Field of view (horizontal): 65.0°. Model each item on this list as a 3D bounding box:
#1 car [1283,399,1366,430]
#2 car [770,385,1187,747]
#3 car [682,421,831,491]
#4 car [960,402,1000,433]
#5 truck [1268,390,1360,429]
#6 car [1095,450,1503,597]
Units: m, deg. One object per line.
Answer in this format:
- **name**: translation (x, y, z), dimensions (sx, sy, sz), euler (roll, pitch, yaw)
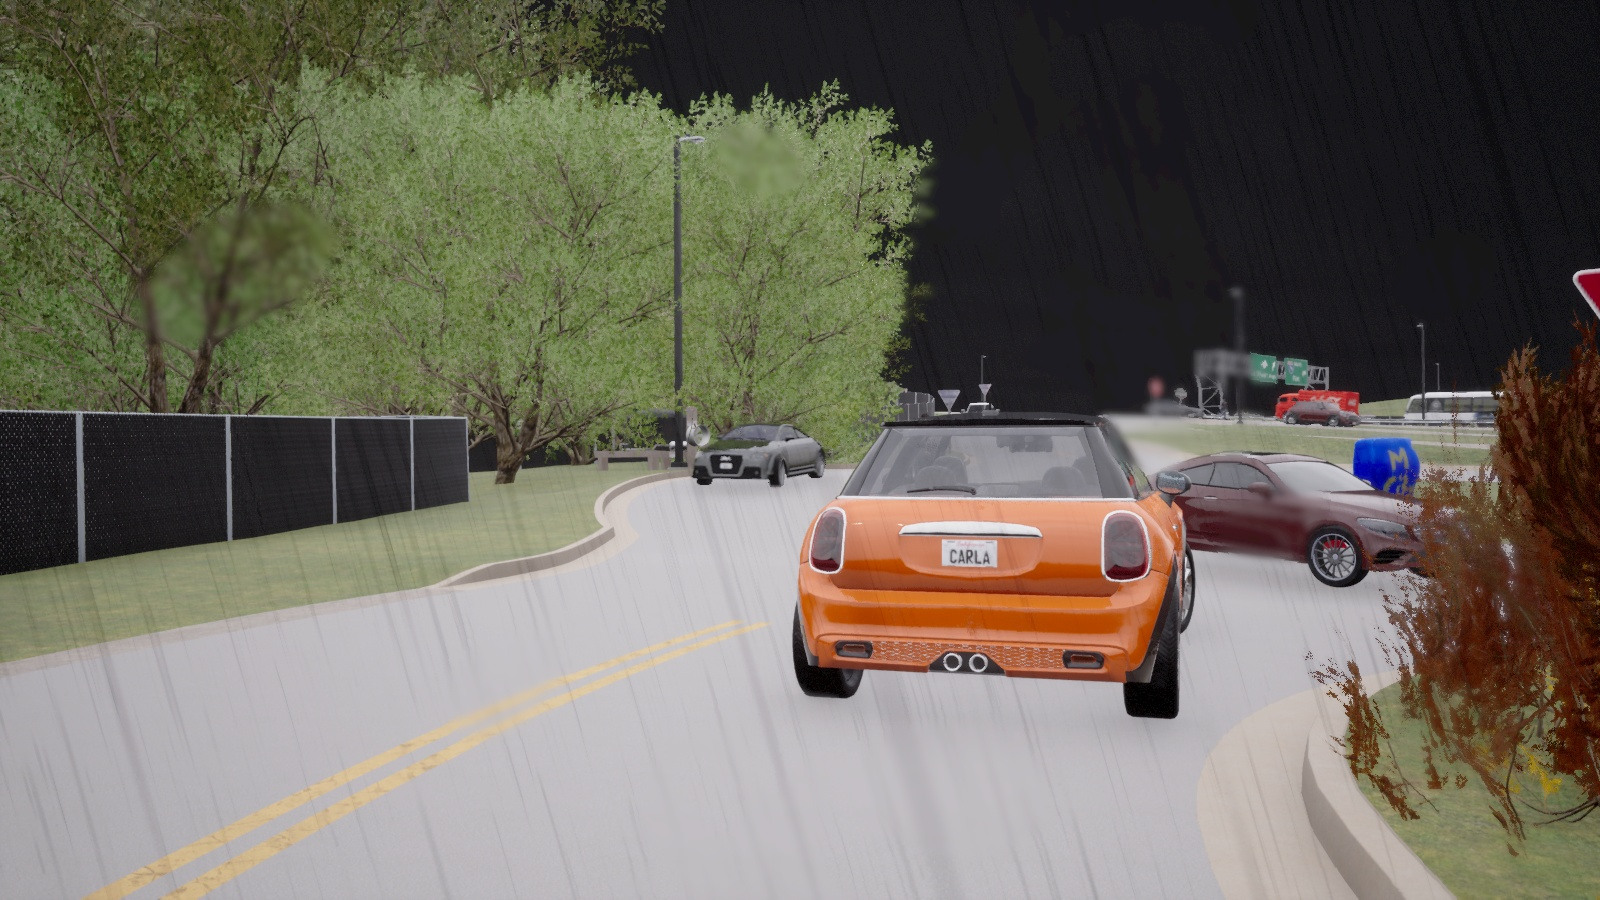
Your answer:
- **car**: translation (35.079, -2.384, 84.080), dimensions (2.097, 1.767, 4.553), euler (1, 3, -36)
- **car**: translation (1.532, 0.548, 8.610), dimensions (2.097, 1.767, 4.553), euler (0, 0, 18)
- **car**: translation (-0.922, 0.071, 29.285), dimensions (1.994, 1.385, 4.181), euler (1, 3, 21)
- **car**: translation (9.274, -1.683, 64.444), dimensions (1.970, 1.475, 3.806), euler (0, 4, 9)
- **truck**: translation (35.972, -2.877, 88.021), dimensions (2.627, 2.467, 5.204), euler (0, 3, -43)
- **car**: translation (5.969, 0.773, 15.704), dimensions (1.812, 1.442, 4.674), euler (-1, 2, -28)
